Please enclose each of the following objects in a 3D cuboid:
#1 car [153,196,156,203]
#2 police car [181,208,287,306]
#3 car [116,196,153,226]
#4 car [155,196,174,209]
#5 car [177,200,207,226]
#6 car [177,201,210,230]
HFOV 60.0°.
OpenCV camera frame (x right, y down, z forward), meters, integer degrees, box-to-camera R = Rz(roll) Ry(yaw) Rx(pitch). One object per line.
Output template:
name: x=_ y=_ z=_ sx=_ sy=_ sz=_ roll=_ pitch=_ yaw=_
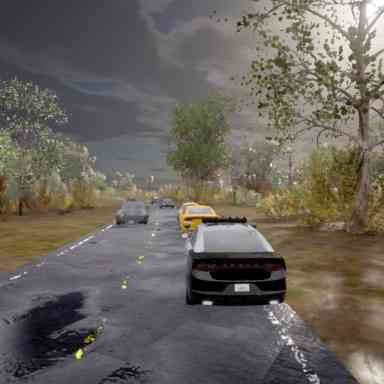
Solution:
car: x=-6.817 y=1.519 z=63.503 sx=1.812 sy=1.442 sz=4.674 roll=0 pitch=0 yaw=-12
police car: x=0.774 y=1.425 z=8.246 sx=1.930 sy=1.638 sz=5.238 roll=0 pitch=0 yaw=-2
car: x=-4.074 y=1.351 z=23.492 sx=2.097 sy=1.767 sz=4.553 roll=0 pitch=0 yaw=-5
car: x=-3.577 y=1.543 z=46.143 sx=2.033 sy=1.411 sz=5.357 roll=0 pitch=0 yaw=-9
car: x=-0.141 y=1.453 z=24.425 sx=1.801 sy=1.575 sz=5.366 roll=0 pitch=0 yaw=-5
car: x=0.313 y=1.477 z=18.204 sx=1.882 sy=1.535 sz=5.008 roll=0 pitch=0 yaw=-4
